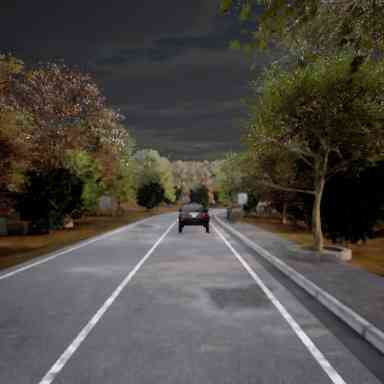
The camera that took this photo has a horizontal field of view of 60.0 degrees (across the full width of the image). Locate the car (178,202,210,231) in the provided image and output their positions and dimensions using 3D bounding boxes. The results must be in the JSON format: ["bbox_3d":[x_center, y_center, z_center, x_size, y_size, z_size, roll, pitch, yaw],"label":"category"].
[{"bbox_3d":[0.135,1.762,24.726,2.150,2.045,5.566,0,-2,0],"label":"car"}]

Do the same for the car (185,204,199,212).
[{"bbox_3d":[0.021,3.223,67.334,1.837,1.490,4.892,1,-1,12],"label":"car"}]

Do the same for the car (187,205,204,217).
[{"bbox_3d":[0.490,2.544,44.165,2.128,1.511,4.902,0,-3,2],"label":"car"}]
